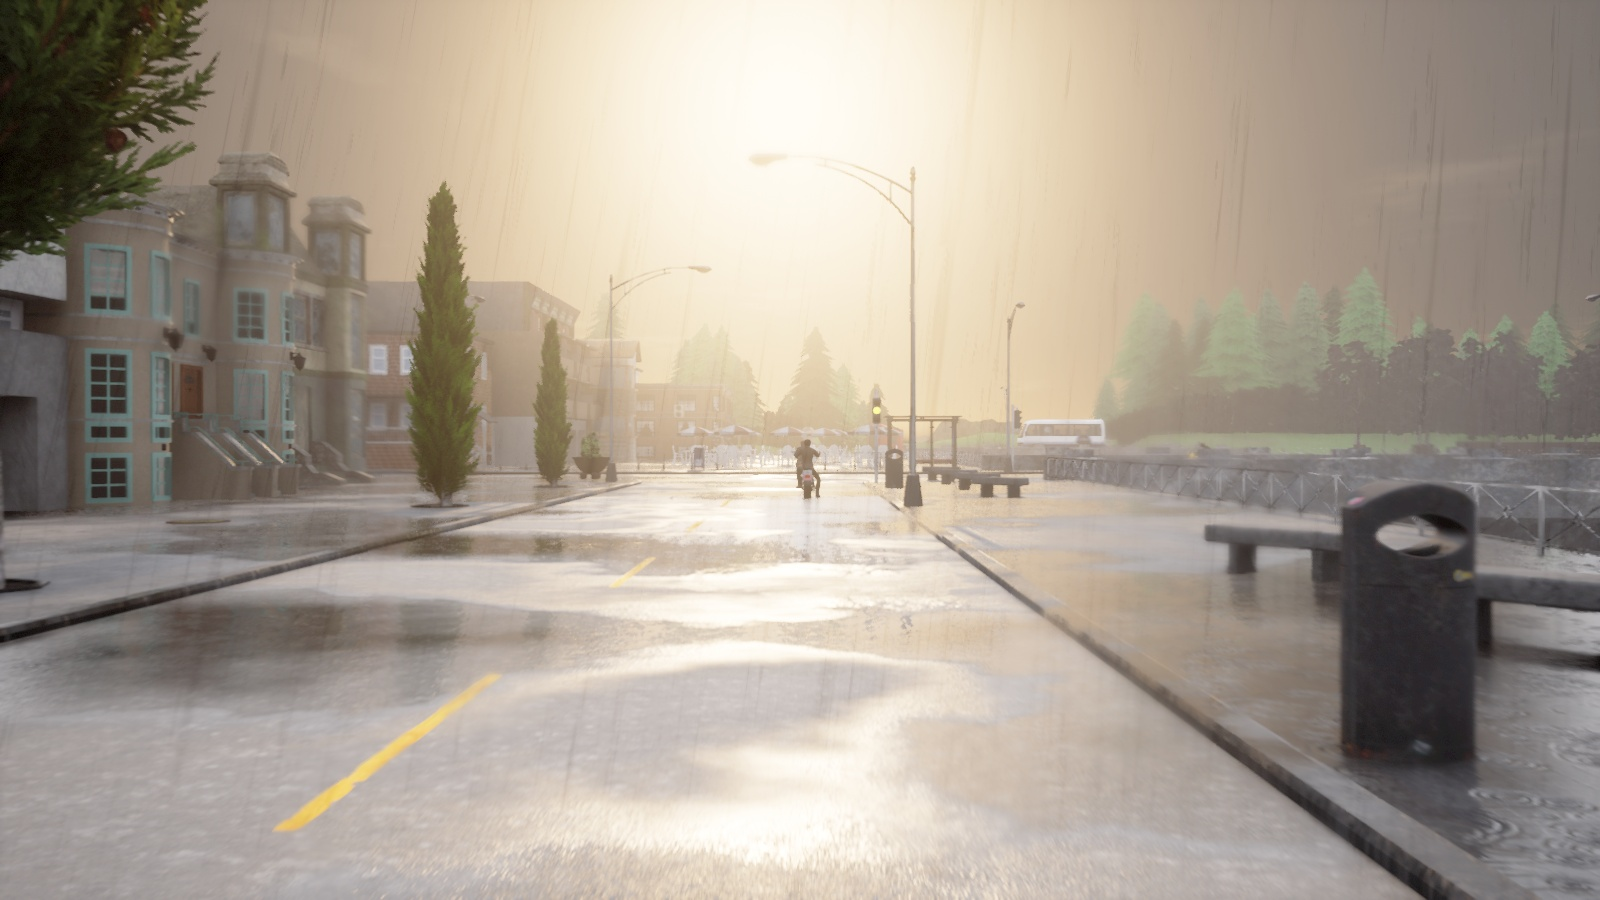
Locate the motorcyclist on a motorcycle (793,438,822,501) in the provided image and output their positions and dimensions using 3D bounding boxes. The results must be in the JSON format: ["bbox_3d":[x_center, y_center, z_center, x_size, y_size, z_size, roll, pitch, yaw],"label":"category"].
[{"bbox_3d":[0.204,0.504,34.189,0.766,1.649,2.350,0,0,0],"label":"motorcyclist on a motorcycle"}]
